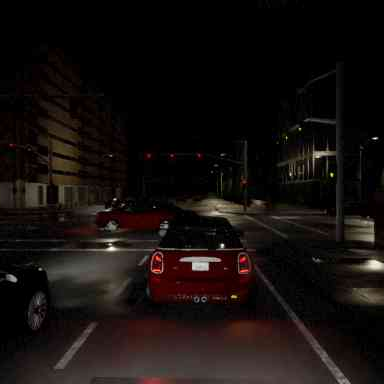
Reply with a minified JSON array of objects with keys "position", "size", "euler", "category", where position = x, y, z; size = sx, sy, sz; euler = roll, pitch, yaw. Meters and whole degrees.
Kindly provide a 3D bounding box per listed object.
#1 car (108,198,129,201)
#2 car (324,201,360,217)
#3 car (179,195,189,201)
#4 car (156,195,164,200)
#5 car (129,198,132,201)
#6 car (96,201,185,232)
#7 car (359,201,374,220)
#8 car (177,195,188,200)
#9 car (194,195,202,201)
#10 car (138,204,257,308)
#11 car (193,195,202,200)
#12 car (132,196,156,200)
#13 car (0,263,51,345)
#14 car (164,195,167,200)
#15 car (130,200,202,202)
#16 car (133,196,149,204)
[{"position":[-10.166,1.564,44.118],"size":[1.994,1.385,4.181],"euler":[0,0,1],"category":"car"},{"position":[14.502,1.547,29.998],"size":[4.902,1.511,2.128],"euler":[0,0,1],"category":"car"},{"position":[-1.962,1.525,84.051],"size":[2.128,1.511,4.902],"euler":[0,0,2],"category":"car"},{"position":[-6.412,1.491,55.005],"size":[2.128,1.511,4.902],"euler":[0,0,2],"category":"car"},{"position":[-9.978,1.601,52.920],"size":[1.895,1.301,4.718],"euler":[0,0,2],"category":"car"},{"position":[-3.055,1.502,19.657],"size":[5.008,1.535,1.882],"euler":[0,0,1],"category":"car"},{"position":[16.690,1.603,26.451],"size":[5.357,1.411,2.033],"euler":[0,0,1],"category":"car"},{"position":[-2.270,1.545,70.912],"size":[2.033,1.411,5.357],"euler":[0,0,2],"category":"car"},{"position":[1.536,1.478,83.960],"size":[1.882,1.535,5.008],"euler":[0,0,2],"category":"car"},{"position":[0.218,1.352,8.085],"size":[2.097,1.767,4.553],"euler":[0,0,2],"category":"car"},{"position":[1.237,1.478,73.805],"size":[1.882,1.535,5.008],"euler":[0,0,2],"category":"car"},{"position":[-6.636,1.564,46.114],"size":[1.994,1.385,4.181],"euler":[0,0,1],"category":"car"},{"position":[-3.397,1.492,3.856],"size":[2.128,1.511,4.902],"euler":[0,0,1],"category":"car"},{"position":[-6.077,1.352,64.809],"size":[2.097,1.767,4.553],"euler":[0,0,2],"category":"car"},{"position":[-1.839,1.530,23.134],"size":[4.892,1.490,1.837],"euler":[0,0,1],"category":"car"},{"position":[-9.642,1.491,63.012],"size":[2.128,1.511,4.902],"euler":[0,0,2],"category":"car"}]
